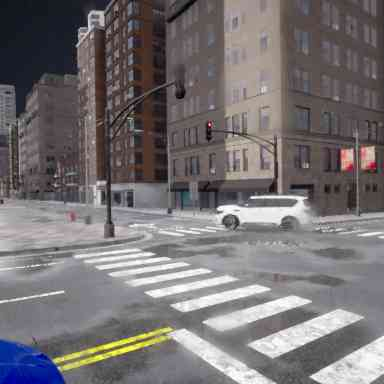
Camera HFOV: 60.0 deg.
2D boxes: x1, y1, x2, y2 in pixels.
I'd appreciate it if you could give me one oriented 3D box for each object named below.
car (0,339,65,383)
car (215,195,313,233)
[{"bbox_3d":[-3.077,1.478,1.253,5.008,1.535,1.882,0,0,-35],"label":"car"},{"bbox_3d":[4.154,1.217,19.594,5.566,2.045,2.150,1,2,14],"label":"car"}]
